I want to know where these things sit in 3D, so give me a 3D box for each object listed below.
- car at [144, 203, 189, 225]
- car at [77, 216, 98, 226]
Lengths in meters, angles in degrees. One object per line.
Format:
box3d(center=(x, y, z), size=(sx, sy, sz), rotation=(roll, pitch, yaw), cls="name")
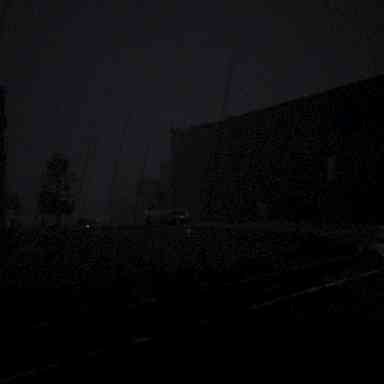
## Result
box3d(center=(-2.544, 2.088, 31.867), size=(2.150, 2.045, 5.566), rotation=(0, -5, -37), cls="car")
box3d(center=(-15.623, 4.320, 49.702), size=(1.882, 1.535, 5.008), rotation=(0, -5, -36), cls="car")
